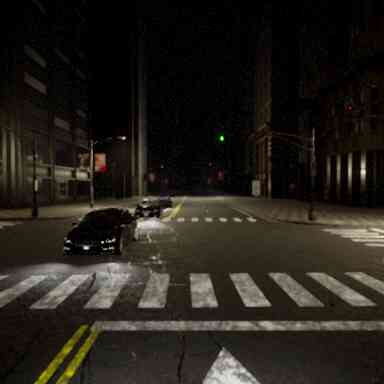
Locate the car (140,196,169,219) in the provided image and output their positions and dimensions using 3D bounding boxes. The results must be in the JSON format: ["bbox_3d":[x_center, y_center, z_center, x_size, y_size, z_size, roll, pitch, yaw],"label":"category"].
[{"bbox_3d":[-3.274,1.289,26.296,2.128,1.511,4.902,0,2,0],"label":"car"}]

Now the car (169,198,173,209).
[{"bbox_3d":[-3.286,1.215,38.827,1.994,1.385,4.181,0,1,0],"label":"car"}]

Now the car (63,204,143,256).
[{"bbox_3d":[-3.256,1.437,12.658,1.837,1.490,4.892,0,1,0],"label":"car"}]
